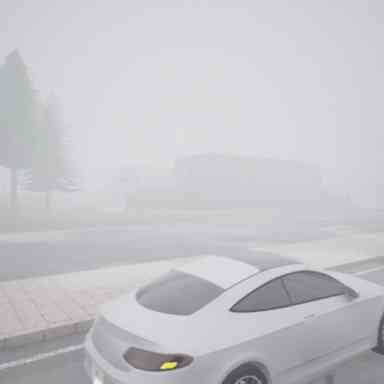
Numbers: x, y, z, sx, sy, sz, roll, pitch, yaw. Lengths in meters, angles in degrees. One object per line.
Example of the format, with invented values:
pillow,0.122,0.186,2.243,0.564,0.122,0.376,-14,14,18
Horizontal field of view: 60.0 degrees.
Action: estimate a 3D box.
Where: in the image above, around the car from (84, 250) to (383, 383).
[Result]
car,0.992,1.544,4.454,4.674,1.442,1.812,0,0,-36
